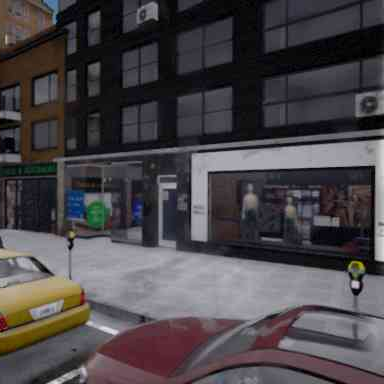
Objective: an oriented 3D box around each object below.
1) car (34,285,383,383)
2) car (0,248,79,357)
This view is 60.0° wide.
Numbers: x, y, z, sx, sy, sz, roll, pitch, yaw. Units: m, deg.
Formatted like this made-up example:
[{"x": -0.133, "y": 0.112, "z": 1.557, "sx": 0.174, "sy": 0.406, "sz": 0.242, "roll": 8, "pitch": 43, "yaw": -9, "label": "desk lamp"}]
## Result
[{"x": 0.866, "y": 1.585, "z": 2.460, "sx": 4.206, "sy": 1.307, "sz": 1.802, "roll": 0, "pitch": 0, "yaw": 35, "label": "car"}, {"x": -3.822, "y": 1.558, "z": 5.801, "sx": 4.829, "sy": 1.417, "sz": 1.752, "roll": 0, "pitch": 0, "yaw": 35, "label": "car"}]
